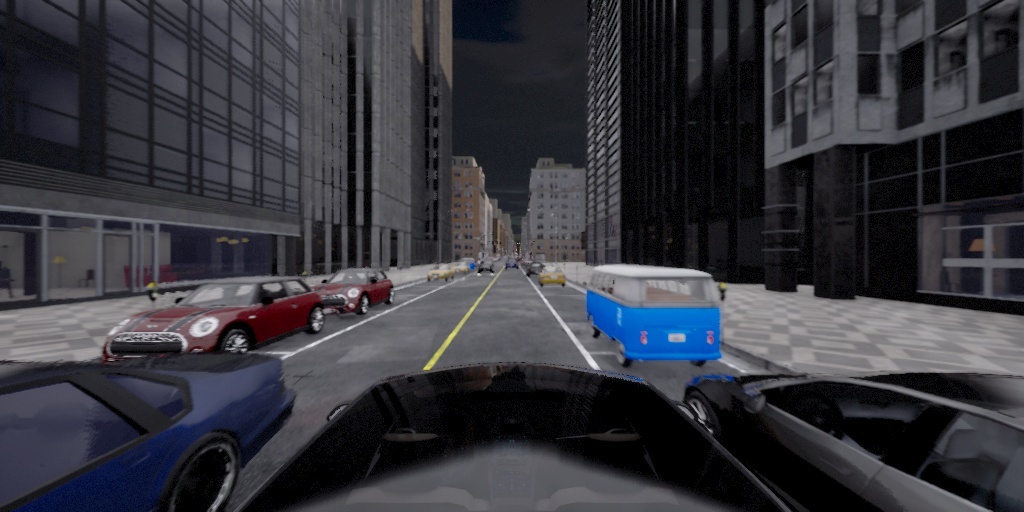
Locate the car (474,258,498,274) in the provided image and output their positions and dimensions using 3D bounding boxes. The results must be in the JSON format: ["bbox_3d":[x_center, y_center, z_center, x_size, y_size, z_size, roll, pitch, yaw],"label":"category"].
[{"bbox_3d":[-3.083,1.314,43.347,1.837,1.490,4.892,0,0,0],"label":"car"}]

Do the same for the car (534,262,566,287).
[{"bbox_3d":[2.673,1.301,24.767,1.751,1.417,4.829,0,0,1],"label":"car"}]

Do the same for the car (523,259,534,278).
[{"bbox_3d":[2.353,1.323,35.306,1.812,1.442,4.674,0,0,0],"label":"car"}]

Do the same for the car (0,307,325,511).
[{"bbox_3d":[-3.099,1.298,1.259,2.033,1.411,5.357,0,0,0],"label":"car"}]

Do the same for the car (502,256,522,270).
[{"bbox_3d":[0.013,1.173,55.569,2.097,1.767,4.553,0,0,0],"label":"car"}]

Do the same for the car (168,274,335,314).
[{"bbox_3d":[-5.858,1.193,7.663,1.967,1.591,4.097,0,0,0],"label":"car"}]

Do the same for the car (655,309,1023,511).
[{"bbox_3d":[2.667,1.316,2.008,1.948,1.339,4.313,0,0,0],"label":"car"}]

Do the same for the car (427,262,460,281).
[{"bbox_3d":[-5.860,1.313,30.013,1.751,1.417,4.829,0,0,1],"label":"car"}]

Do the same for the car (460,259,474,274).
[{"bbox_3d":[-5.856,1.334,41.329,1.751,1.417,4.829,0,0,0],"label":"car"}]

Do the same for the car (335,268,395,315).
[{"bbox_3d":[-5.858,1.198,13.301,1.967,1.591,4.097,0,0,0],"label":"car"}]

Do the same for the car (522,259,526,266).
[{"bbox_3d":[2.671,1.373,58.399,2.007,1.370,4.403,0,0,0],"label":"car"}]

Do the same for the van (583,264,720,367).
[{"bbox_3d":[2.668,1.093,7.646,1.690,1.789,3.998,0,0,0],"label":"van"}]
